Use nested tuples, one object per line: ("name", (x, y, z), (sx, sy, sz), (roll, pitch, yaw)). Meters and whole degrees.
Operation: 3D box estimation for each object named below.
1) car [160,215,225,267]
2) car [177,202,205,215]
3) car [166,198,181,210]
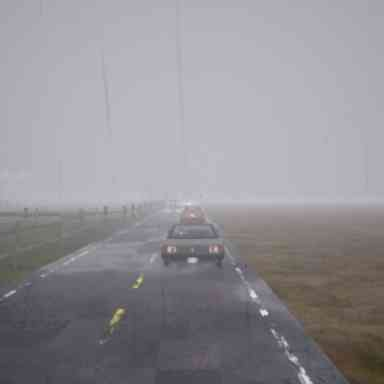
("car", (0.038, 1.698, 11.790), (1.895, 1.301, 4.718), (0, 0, 0))
("car", (0.044, 1.795, 27.691), (1.994, 1.385, 4.181), (0, 0, 0))
("car", (-2.832, 1.808, 52.195), (2.097, 1.767, 4.553), (0, -1, 0))
